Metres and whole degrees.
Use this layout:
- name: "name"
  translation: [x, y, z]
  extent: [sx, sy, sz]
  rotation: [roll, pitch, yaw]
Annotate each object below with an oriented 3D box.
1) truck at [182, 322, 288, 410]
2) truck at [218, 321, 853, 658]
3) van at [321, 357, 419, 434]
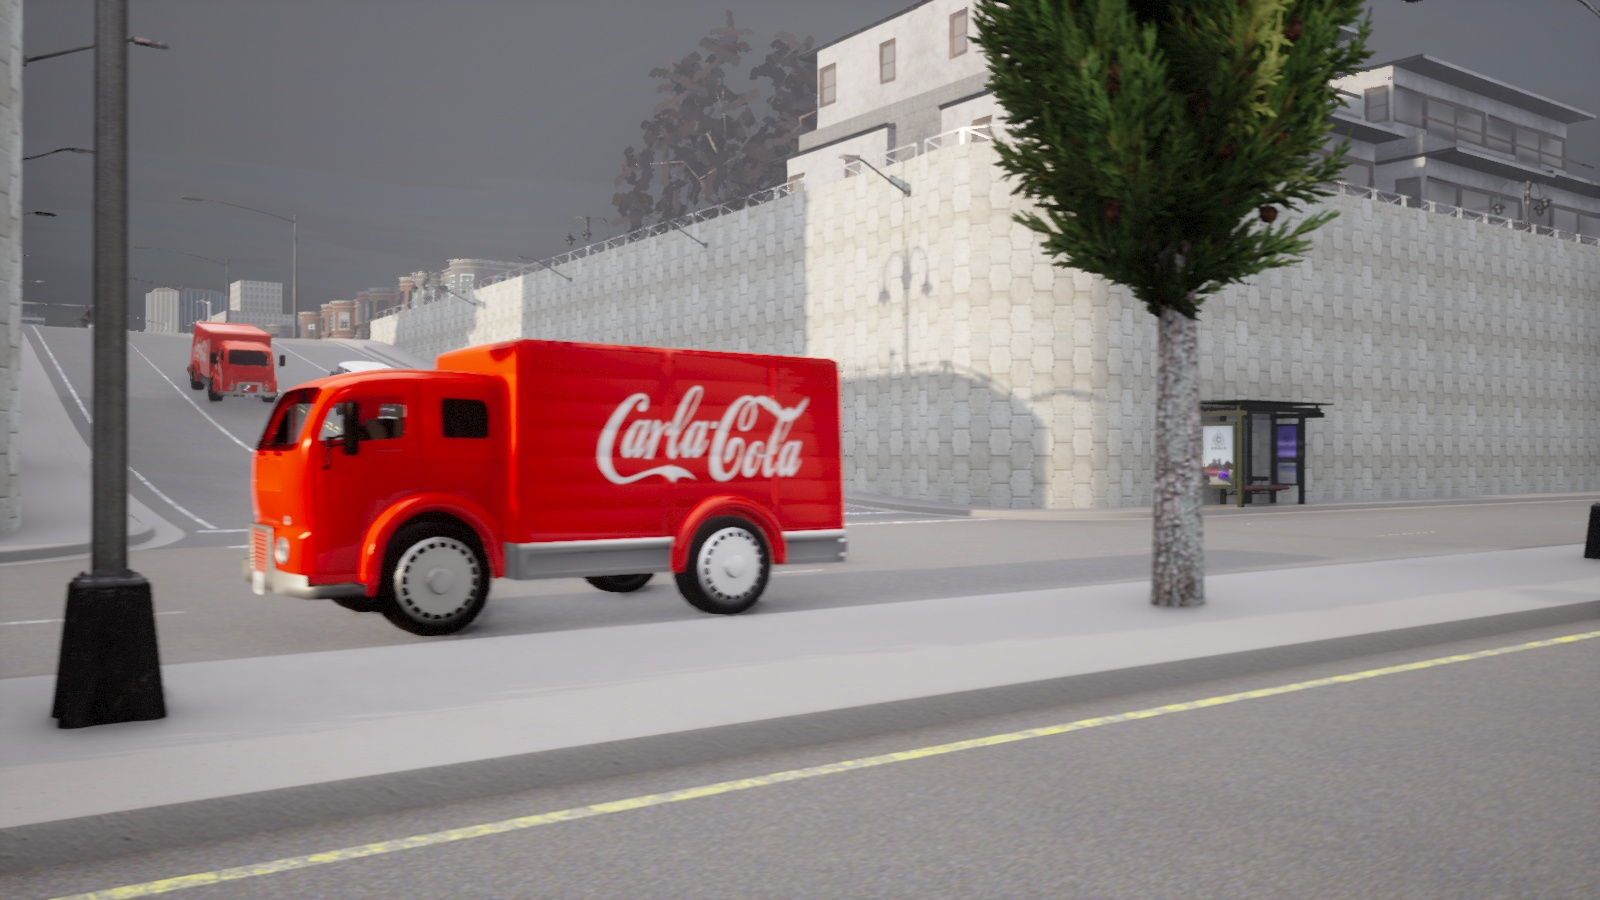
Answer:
- name: "truck"
  translation: [-21.083, -3.153, 46.718]
  extent: [2.627, 2.467, 5.204]
  rotation: [0, 11, -35]
- name: "truck"
  translation: [-2.373, 0.287, 11.755]
  extent: [5.204, 2.467, 2.627]
  rotation: [0, 0, -35]
- name: "van"
  translation: [-15.306, -1.977, 44.523]
  extent: [2.069, 2.038, 4.480]
  rotation: [0, 11, -35]
